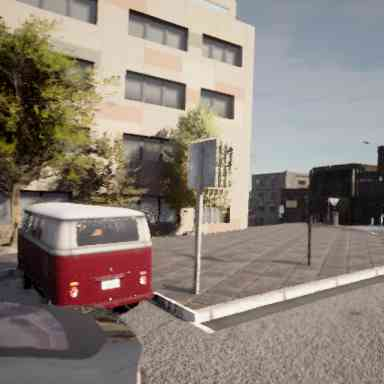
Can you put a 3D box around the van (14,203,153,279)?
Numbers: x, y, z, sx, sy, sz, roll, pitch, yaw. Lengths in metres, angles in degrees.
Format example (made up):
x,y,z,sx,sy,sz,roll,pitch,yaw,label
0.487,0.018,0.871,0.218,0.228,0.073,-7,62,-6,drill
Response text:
x,y,z,sx,sy,sz,roll,pitch,yaw,label
-2.603,1.256,7.253,1.878,1.987,4.442,0,0,-35,van

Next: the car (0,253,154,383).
x,y,z,sx,sy,sz,roll,pitch,yaw,label
-2.527,1.495,1.554,4.902,1.511,2.128,0,0,-35,car
